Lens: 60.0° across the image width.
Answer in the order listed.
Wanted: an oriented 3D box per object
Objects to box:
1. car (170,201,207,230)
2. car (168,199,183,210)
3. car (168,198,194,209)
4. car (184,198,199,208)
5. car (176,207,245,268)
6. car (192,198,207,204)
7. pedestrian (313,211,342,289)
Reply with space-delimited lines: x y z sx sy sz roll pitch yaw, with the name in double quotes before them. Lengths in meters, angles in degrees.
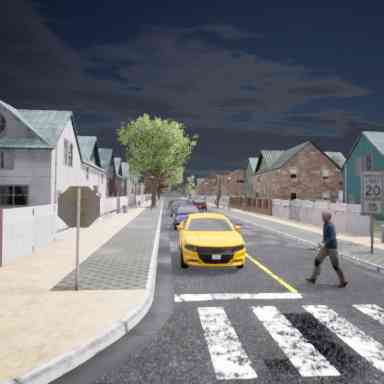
"car" -0.298 1.576 21.600 1.812 1.442 4.674 1 0 -5
"car" -2.354 1.687 47.110 1.994 1.385 4.181 1 0 -5
"car" -1.156 1.580 31.901 1.837 1.490 4.892 1 0 -5
"car" -0.120 1.721 53.373 2.033 1.411 5.357 1 0 -5
"car" 0.520 1.504 11.528 1.882 1.535 5.008 1 0 -3
"car" 0.802 1.622 43.054 1.882 1.535 5.008 1 0 -4
"pedestrian" 3.242 1.344 7.970 0.375 1.860 0.375 2 -2 -5
